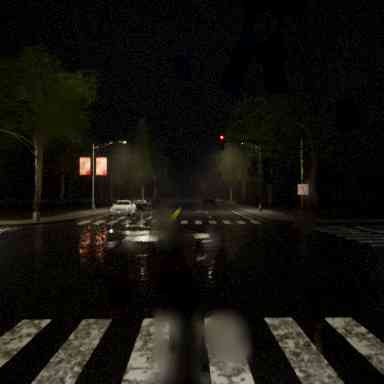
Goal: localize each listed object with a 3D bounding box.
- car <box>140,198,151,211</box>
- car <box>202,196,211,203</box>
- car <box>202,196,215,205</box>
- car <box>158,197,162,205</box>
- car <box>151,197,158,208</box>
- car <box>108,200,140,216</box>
[{"bbox_3d":[-6.626,1.630,41.375,1.895,1.301,4.718,0,0,0],"label":"car"},{"bbox_3d":[3.187,1.679,72.481,1.812,1.442,4.674,0,0,0],"label":"car"},{"bbox_3d":[3.293,1.588,62.047,1.882,1.535,5.008,0,0,0],"label":"car"},{"bbox_3d":[-6.613,1.654,61.120,2.033,1.411,5.357,0,0,0],"label":"car"},{"bbox_3d":[-6.636,1.588,50.467,1.812,1.442,4.674,0,0,0],"label":"car"},{"bbox_3d":[-6.620,1.537,32.364,1.812,1.442,4.674,0,0,0],"label":"car"}]
